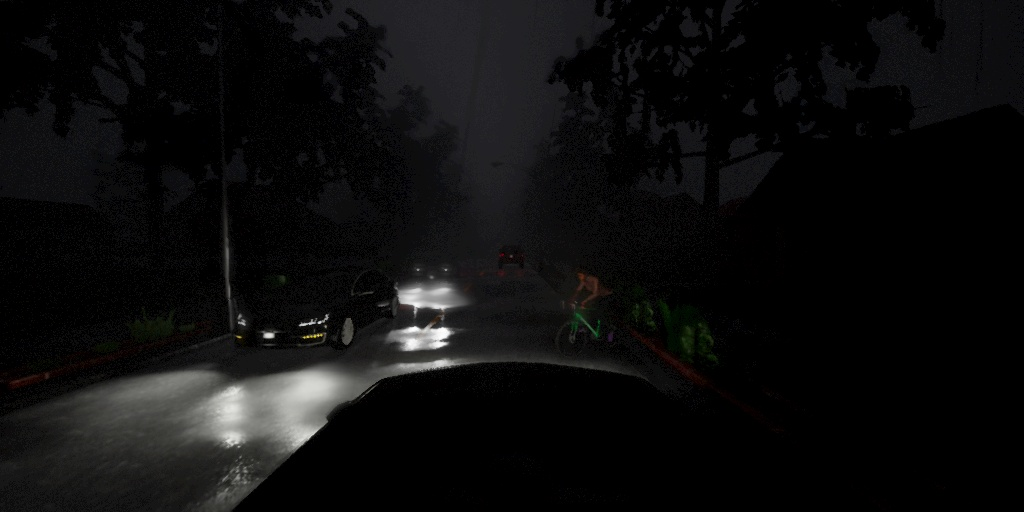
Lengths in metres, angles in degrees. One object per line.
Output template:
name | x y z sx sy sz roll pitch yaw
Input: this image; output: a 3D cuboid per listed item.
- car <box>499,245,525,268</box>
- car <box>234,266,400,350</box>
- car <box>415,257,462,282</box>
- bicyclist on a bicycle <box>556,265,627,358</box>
car | -0.048 -0.003 32.671 2.150 2.045 5.566 0 2 0
car | -4.119 1.026 8.482 1.837 1.490 4.892 0 2 0
car | -4.157 0.733 20.760 1.895 1.301 4.718 0 2 0
bicyclist on a bicycle | 1.456 0.978 6.565 1.656 1.620 0.582 -7 5 -26
